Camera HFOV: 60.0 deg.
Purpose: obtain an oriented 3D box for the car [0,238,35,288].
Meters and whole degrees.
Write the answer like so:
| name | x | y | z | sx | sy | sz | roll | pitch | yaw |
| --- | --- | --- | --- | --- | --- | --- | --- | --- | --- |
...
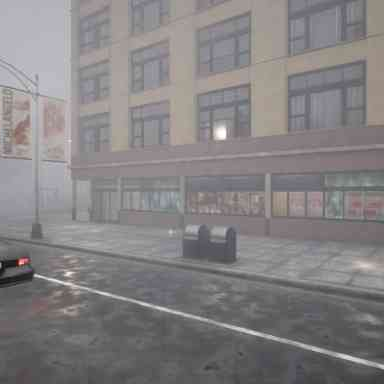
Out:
| name | x | y | z | sx | sy | sz | roll | pitch | yaw |
| --- | --- | --- | --- | --- | --- | --- | --- | --- | --- |
| car | -6.014 | 1.547 | 8.156 | 5.357 | 1.411 | 2.033 | 0 | 0 | 35 |
